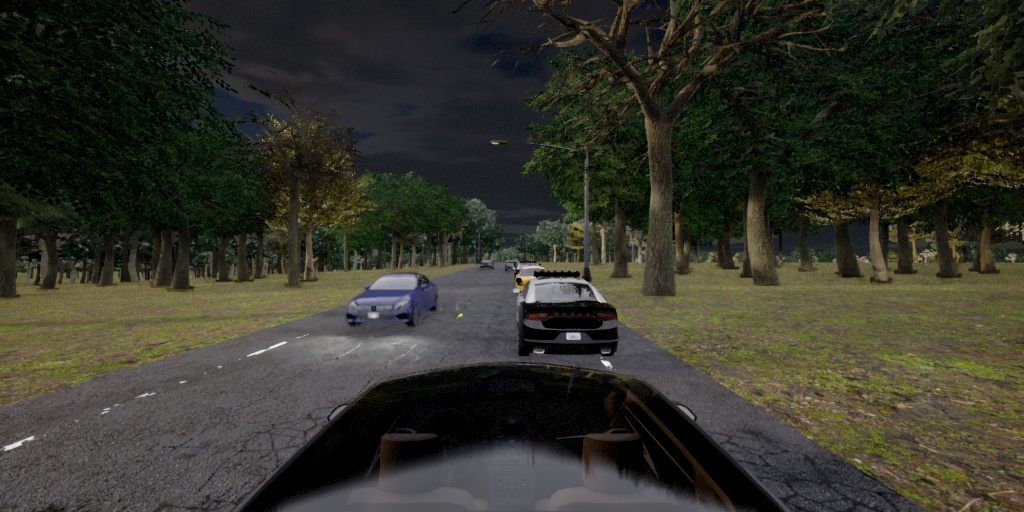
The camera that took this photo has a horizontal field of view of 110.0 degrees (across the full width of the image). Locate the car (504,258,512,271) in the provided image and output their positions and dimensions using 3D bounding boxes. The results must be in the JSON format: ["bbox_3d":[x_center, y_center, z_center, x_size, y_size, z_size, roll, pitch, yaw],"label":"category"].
[{"bbox_3d":[0.085,1.130,45.961,2.128,1.511,4.902,0,0,1],"label":"car"}]

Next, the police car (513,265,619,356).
[{"bbox_3d":[1.062,1.174,8.749,1.930,1.638,5.238,0,0,0],"label":"police car"}]

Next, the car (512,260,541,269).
[{"bbox_3d":[1.076,1.192,18.833,1.801,1.575,5.366,0,0,0],"label":"car"}]

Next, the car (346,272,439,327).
[{"bbox_3d":[-3.586,1.272,11.605,1.812,1.442,4.674,0,0,0],"label":"car"}]

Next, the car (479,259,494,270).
[{"bbox_3d":[-3.430,1.169,49.263,2.033,1.411,5.357,0,0,0],"label":"car"}]

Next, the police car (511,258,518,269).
[{"bbox_3d":[1.085,1.148,24.753,1.930,1.638,5.238,0,0,0],"label":"police car"}]
